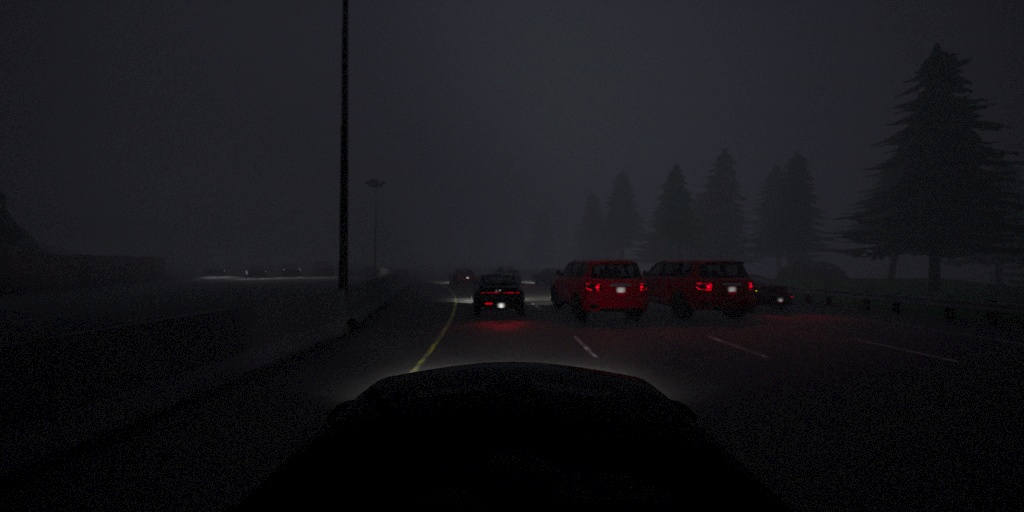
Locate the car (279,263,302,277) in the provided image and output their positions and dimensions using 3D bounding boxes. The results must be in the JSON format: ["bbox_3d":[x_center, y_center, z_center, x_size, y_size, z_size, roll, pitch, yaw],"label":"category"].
[{"bbox_3d":[-27.756,1.699,44.864,2.097,1.767,4.553,1,-1,-38],"label":"car"}]

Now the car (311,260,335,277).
[{"bbox_3d":[-24.745,1.597,46.781,2.150,2.045,5.566,1,-1,-38],"label":"car"}]

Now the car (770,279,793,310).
[{"bbox_3d":[9.781,1.470,15.701,1.812,1.442,4.674,0,-1,-7],"label":"car"}]

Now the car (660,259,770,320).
[{"bbox_3d":[6.500,1.140,13.678,2.150,2.045,5.566,0,-1,-6],"label":"car"}]

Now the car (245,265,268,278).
[{"bbox_3d":[-30.203,1.819,42.343,1.837,1.490,4.892,1,-1,-38],"label":"car"}]

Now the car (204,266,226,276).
[{"bbox_3d":[-39.373,1.986,47.522,4.718,1.301,1.895,-1,-1,44],"label":"car"}]

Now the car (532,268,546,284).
[{"bbox_3d":[3.352,1.688,29.779,2.033,1.411,5.357,0,-1,-17],"label":"car"}]

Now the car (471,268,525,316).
[{"bbox_3d":[-0.627,1.433,14.442,1.837,1.490,4.892,0,0,-6],"label":"car"}]

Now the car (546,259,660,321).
[{"bbox_3d":[3.010,1.136,13.444,2.150,2.045,5.566,0,-1,-6],"label":"car"}]

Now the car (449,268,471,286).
[{"bbox_3d":[-4.094,1.709,30.079,1.994,1.385,4.181,0,-1,-18],"label":"car"}]
